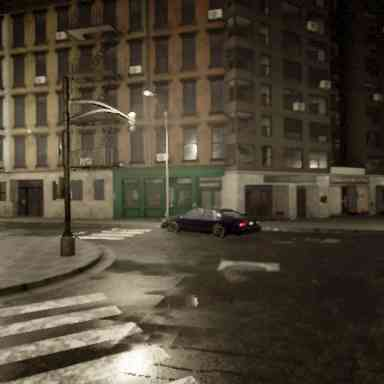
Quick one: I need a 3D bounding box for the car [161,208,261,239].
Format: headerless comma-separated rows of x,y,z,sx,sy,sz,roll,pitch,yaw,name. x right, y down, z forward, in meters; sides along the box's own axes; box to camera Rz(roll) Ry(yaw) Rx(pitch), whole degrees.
0.821,1.504,16.978,5.357,1.411,2.033,0,-1,41,car
